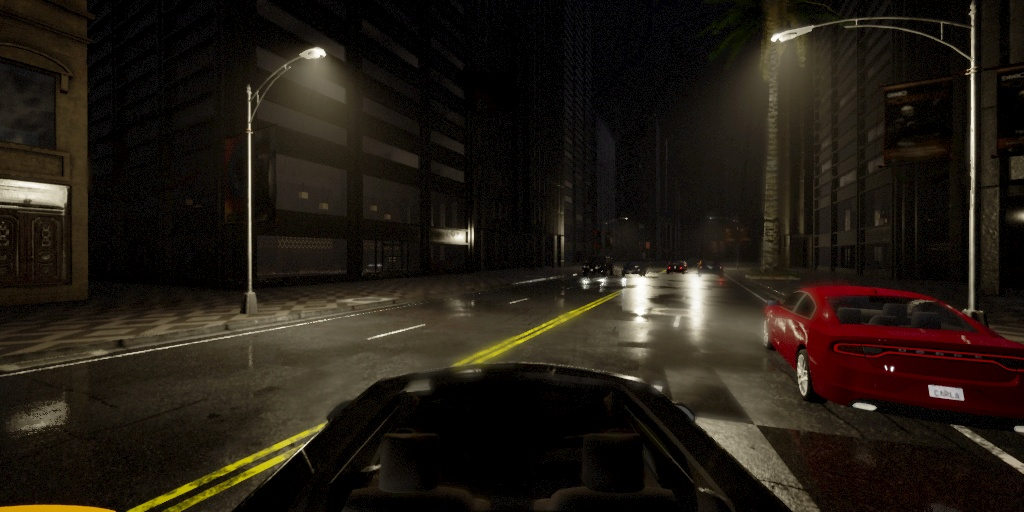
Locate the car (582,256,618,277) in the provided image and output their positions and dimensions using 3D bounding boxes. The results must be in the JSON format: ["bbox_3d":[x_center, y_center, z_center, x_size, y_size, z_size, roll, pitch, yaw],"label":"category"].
[{"bbox_3d":[8.768,0.985,36.180,2.150,2.045,5.566,0,0,27],"label":"car"}]

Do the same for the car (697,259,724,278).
[{"bbox_3d":[19.280,1.117,34.899,2.097,1.767,4.553,0,0,27],"label":"car"}]

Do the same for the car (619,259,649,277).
[{"bbox_3d":[12.196,1.290,35.737,1.812,1.442,4.674,0,0,27],"label":"car"}]

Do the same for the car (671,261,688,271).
[{"bbox_3d":[23.523,1.380,50.221,1.895,1.301,4.718,0,0,27],"label":"car"}]

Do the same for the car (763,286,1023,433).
[{"bbox_3d":[5.512,1.228,5.819,1.882,1.535,5.008,0,0,27],"label":"car"}]

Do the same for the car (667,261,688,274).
[{"bbox_3d":[18.638,1.317,40.721,2.033,1.411,5.357,0,0,27],"label":"car"}]
